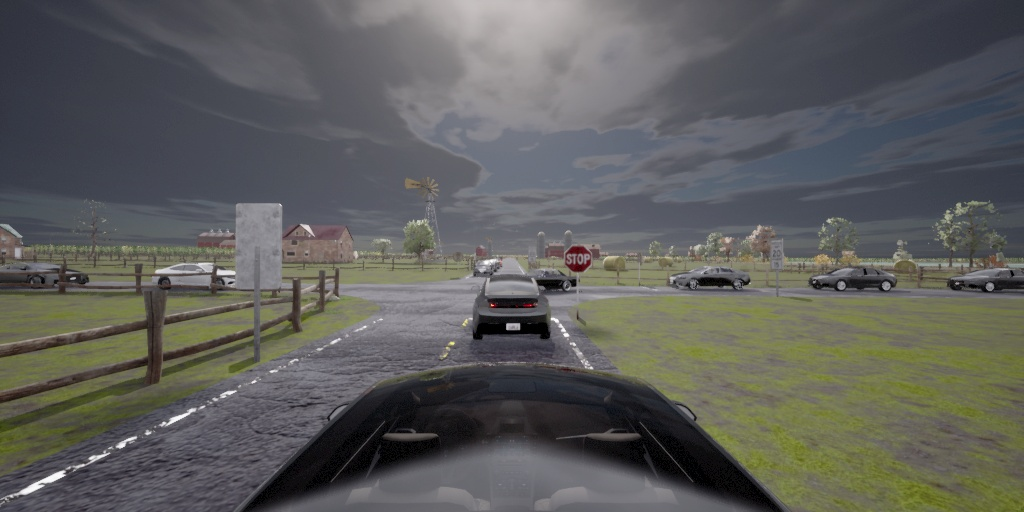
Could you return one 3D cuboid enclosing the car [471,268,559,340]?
[{"bbox_3d":[-0.074,1.256,10.038,1.837,1.490,4.892,0,0,-2],"label":"car"}]

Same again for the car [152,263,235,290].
[{"bbox_3d":[-17.244,1.104,19.994,4.674,1.442,1.812,1,-1,-1],"label":"car"}]

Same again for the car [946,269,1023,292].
[{"bbox_3d":[31.702,1.586,23.606,4.892,1.490,1.837,1,-1,-1],"label":"car"}]

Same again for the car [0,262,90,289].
[{"bbox_3d":[-26.364,1.048,19.872,4.181,1.385,1.994,1,-1,-1],"label":"car"}]

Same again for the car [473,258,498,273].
[{"bbox_3d":[-2.861,1.243,36.725,2.128,1.511,4.902,0,0,0],"label":"car"}]

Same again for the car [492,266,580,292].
[{"bbox_3d":[1.499,1.369,20.084,4.718,1.301,1.895,1,0,-35],"label":"car"}]

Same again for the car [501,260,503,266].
[{"bbox_3d":[-2.823,1.240,55.712,2.128,1.511,4.902,0,0,0],"label":"car"}]

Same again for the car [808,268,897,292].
[{"bbox_3d":[22.199,1.499,23.485,4.892,1.490,1.837,1,-1,-1],"label":"car"}]

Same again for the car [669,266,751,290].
[{"bbox_3d":[12.797,1.396,23.313,4.902,1.511,2.128,1,-1,-2],"label":"car"}]

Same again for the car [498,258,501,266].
[{"bbox_3d":[-2.854,1.241,46.170,2.128,1.511,4.902,0,0,0],"label":"car"}]
